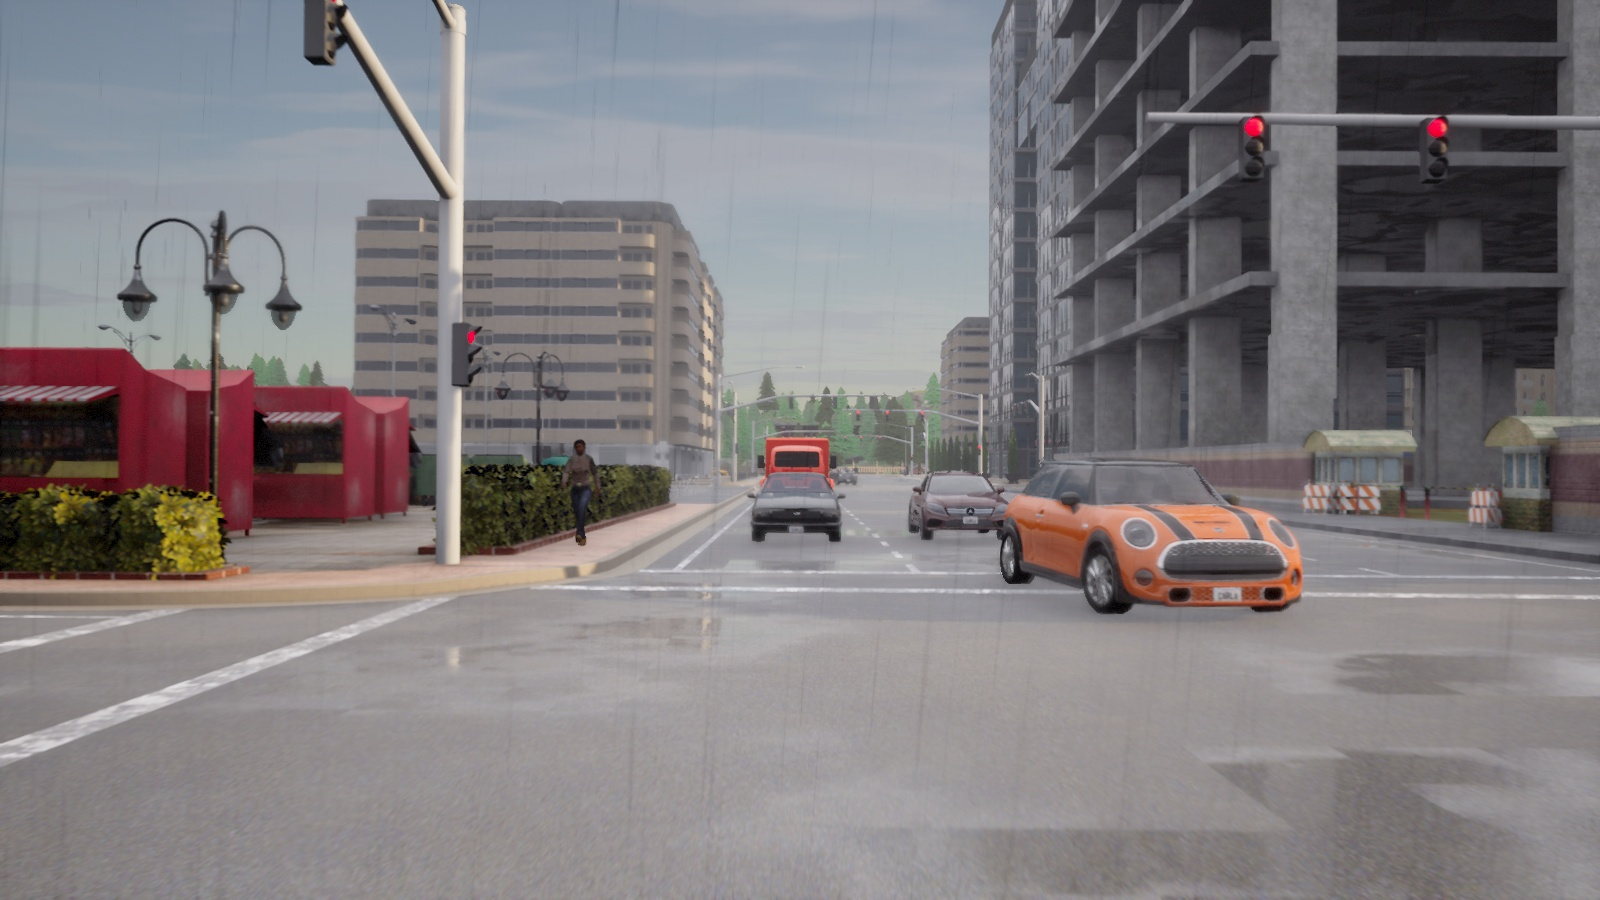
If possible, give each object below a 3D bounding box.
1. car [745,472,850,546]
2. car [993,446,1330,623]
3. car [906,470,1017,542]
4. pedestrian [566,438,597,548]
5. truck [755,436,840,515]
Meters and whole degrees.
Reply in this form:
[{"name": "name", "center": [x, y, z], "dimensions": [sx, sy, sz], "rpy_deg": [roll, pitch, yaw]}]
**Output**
[{"name": "car", "center": [-0.055, 1.179, 26.904], "dimensions": [2.033, 1.411, 5.357], "rpy_deg": [0, -1, 0]}, {"name": "car", "center": [4.016, 0.850, 14.915], "dimensions": [2.097, 1.767, 4.553], "rpy_deg": [0, 0, -9]}, {"name": "car", "center": [3.444, 1.161, 27.597], "dimensions": [1.812, 1.442, 4.674], "rpy_deg": [0, -1, 0]}, {"name": "pedestrian", "center": [-3.658, 0.713, 21.041], "dimensions": [0.328, 1.805, 0.869], "rpy_deg": [0, -1, 3]}, {"name": "truck", "center": [-0.087, 0.843, 41.817], "dimensions": [2.627, 2.467, 5.204], "rpy_deg": [0, -1, 0]}]
